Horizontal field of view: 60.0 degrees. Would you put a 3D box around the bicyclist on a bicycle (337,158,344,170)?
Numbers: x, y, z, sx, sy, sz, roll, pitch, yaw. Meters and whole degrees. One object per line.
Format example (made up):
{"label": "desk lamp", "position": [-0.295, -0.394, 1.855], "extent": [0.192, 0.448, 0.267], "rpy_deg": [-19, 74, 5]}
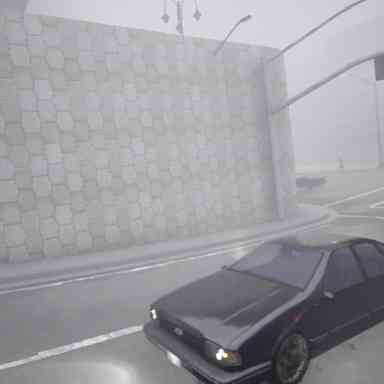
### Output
{"label": "bicyclist on a bicycle", "position": [20.064, -3.821, 44.863], "extent": [1.656, 1.620, 0.582], "rpy_deg": [-11, 6, -35]}

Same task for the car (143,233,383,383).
{"label": "car", "position": [1.950, 1.447, 5.391], "extent": [5.357, 1.411, 2.033], "rpy_deg": [-3, 2, -35]}

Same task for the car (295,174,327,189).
{"label": "car", "position": [10.008, -1.015, 30.945], "extent": [1.895, 1.301, 4.718], "rpy_deg": [-11, 6, -35]}
